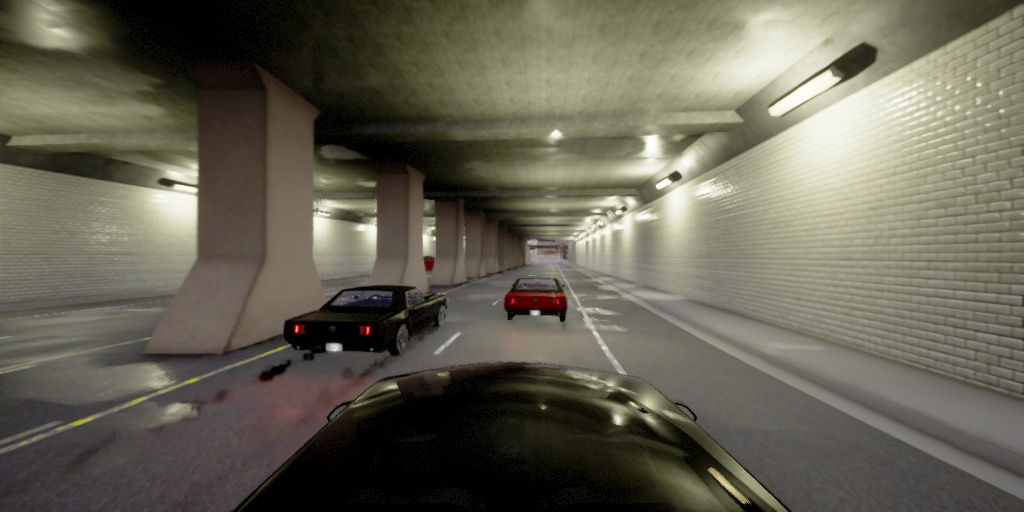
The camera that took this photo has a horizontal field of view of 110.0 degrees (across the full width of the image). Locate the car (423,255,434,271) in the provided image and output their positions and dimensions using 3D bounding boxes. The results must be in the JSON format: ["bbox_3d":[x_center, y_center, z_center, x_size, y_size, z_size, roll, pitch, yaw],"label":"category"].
[{"bbox_3d":[-10.306,0.951,40.304,2.150,2.045,5.566,0,0,7],"label":"car"}]

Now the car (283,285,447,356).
[{"bbox_3d":[-2.977,1.341,8.587,1.895,1.301,4.718,0,0,5],"label":"car"}]

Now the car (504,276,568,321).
[{"bbox_3d":[0.905,1.365,12.609,1.895,1.301,4.718,0,0,6],"label":"car"}]

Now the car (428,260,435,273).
[{"bbox_3d":[-6.990,1.347,38.520,1.895,1.301,4.718,0,0,6],"label":"car"}]
